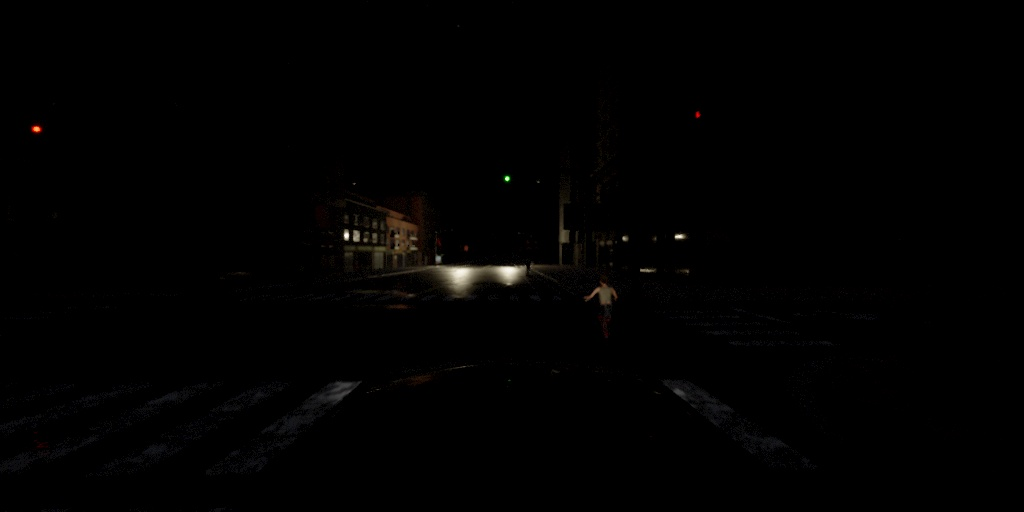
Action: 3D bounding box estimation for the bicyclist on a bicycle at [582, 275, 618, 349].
[{"bbox_3d":[2.109,1.238,8.346,0.866,1.612,1.509,0,-1,0],"label":"bicyclist on a bicycle"}]

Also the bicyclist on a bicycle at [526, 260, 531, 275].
[{"bbox_3d":[1.907,1.369,42.095,0.659,1.776,1.843,0,0,-1],"label":"bicyclist on a bicycle"}]
